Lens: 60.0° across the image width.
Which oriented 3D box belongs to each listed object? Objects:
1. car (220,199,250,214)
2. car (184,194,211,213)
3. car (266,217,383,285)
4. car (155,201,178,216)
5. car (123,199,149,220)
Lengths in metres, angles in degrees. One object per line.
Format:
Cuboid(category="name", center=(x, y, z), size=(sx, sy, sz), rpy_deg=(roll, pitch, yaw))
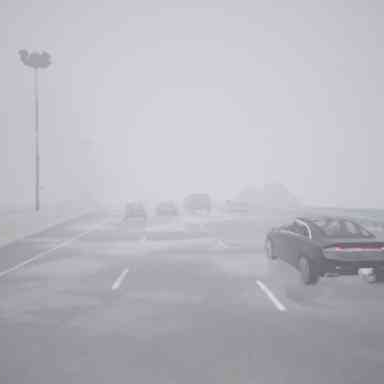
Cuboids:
Cuboid(category="car", center=(4.354, 1.429, 34.352), size=(1.882, 1.535, 5.008), rpy_deg=(0, 0, -11))
Cuboid(category="car", center=(0.528, 1.226, 36.723), size=(2.150, 2.045, 5.566), rpy_deg=(0, 0, -12))
Cuboid(category="car", center=(3.498, 1.447, 9.381), size=(2.128, 1.511, 4.902), rpy_deg=(-1, 0, -3))
Cuboid(category="car", center=(-2.614, 1.610, 33.265), size=(1.994, 1.385, 4.181), rpy_deg=(-1, 0, -11))
Cuboid(category="car", center=(-4.984, 1.625, 29.051), size=(2.033, 1.411, 5.357), rpy_deg=(-1, 0, -11))
